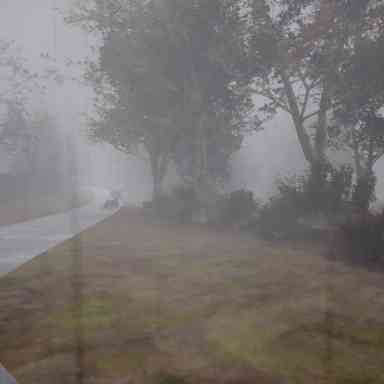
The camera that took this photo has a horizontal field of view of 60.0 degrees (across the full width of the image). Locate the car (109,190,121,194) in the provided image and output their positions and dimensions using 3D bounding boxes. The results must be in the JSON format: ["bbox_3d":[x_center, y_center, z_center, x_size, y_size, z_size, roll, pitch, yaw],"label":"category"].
[{"bbox_3d":[-14.942,0.628,64.569,2.150,2.045,5.566,-1,3,-14],"label":"car"}]

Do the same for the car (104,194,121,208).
[{"bbox_3d":[-11.690,1.446,48.184,1.812,1.442,4.674,-1,1,-9],"label":"car"}]
